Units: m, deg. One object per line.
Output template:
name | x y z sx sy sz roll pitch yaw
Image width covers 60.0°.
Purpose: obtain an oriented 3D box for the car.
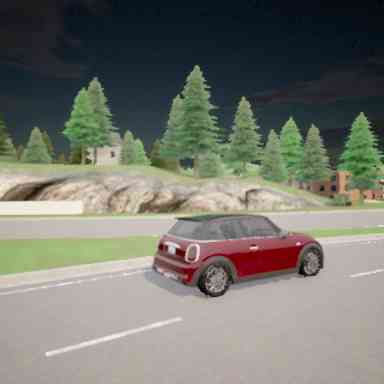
car | 1.340 1.330 8.666 4.553 1.767 2.097 0 0 -32
